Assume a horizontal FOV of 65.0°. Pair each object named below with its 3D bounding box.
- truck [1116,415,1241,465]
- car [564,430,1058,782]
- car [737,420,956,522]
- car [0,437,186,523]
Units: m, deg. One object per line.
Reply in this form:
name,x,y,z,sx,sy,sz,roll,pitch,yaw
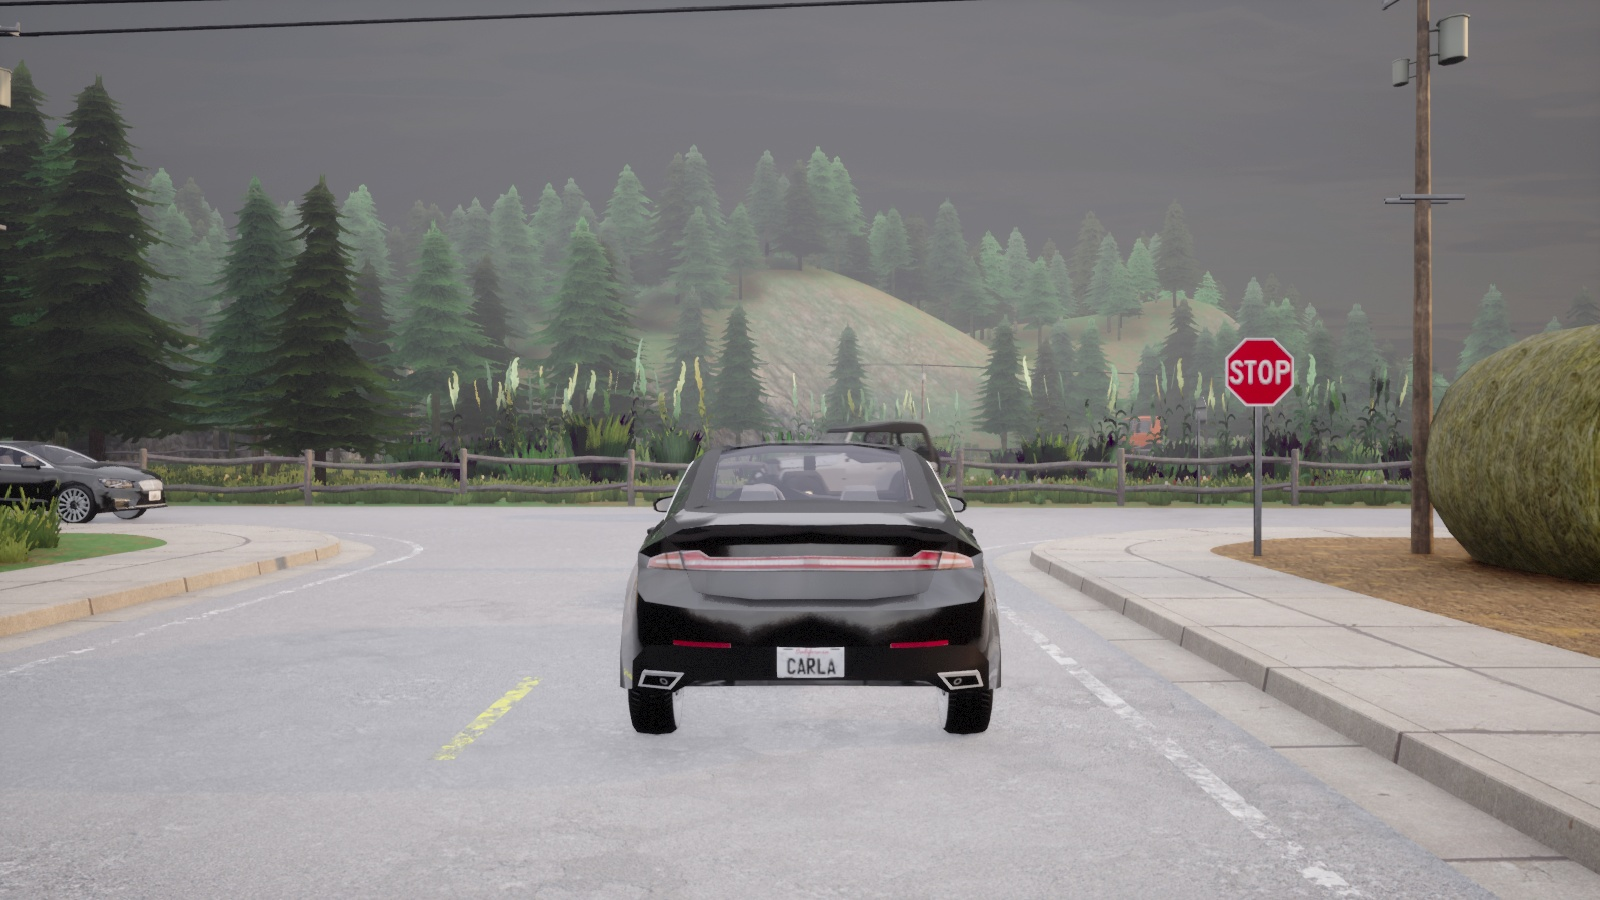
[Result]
truck,26.546,-0.713,88.322,7.936,3.462,2.891,0,0,-2
car,0.061,0.658,7.862,2.128,1.511,4.902,0,0,0
car,0.897,0.376,24.762,3.866,1.878,1.905,0,0,-21
car,-14.394,0.524,23.385,4.902,1.511,2.128,0,0,3
